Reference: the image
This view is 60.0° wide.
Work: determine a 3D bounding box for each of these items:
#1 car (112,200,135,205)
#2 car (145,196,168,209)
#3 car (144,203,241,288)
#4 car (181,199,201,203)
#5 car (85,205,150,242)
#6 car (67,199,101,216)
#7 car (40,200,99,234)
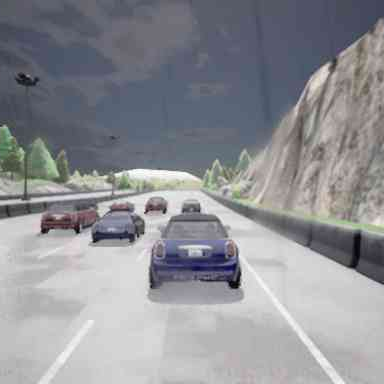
[{"bbox_3d":[-7.072,1.502,34.189,1.895,1.301,4.718,0,1,0],"label":"car"},{"bbox_3d":[-3.574,1.239,34.466,2.097,1.767,4.553,0,1,0],"label":"car"},{"bbox_3d":[0.059,1.361,9.448,2.097,1.767,4.553,0,0,0],"label":"car"},{"bbox_3d":[-0.063,1.417,32.636,1.812,1.442,4.674,0,1,0],"label":"car"},{"bbox_3d":[-3.476,1.570,16.350,1.994,1.385,4.181,0,0,0],"label":"car"},{"bbox_3d":[-10.564,1.490,32.817,1.994,1.385,4.181,0,1,0],"label":"car"},{"bbox_3d":[-6.993,1.358,19.512,2.097,1.767,4.553,0,0,0],"label":"car"}]
